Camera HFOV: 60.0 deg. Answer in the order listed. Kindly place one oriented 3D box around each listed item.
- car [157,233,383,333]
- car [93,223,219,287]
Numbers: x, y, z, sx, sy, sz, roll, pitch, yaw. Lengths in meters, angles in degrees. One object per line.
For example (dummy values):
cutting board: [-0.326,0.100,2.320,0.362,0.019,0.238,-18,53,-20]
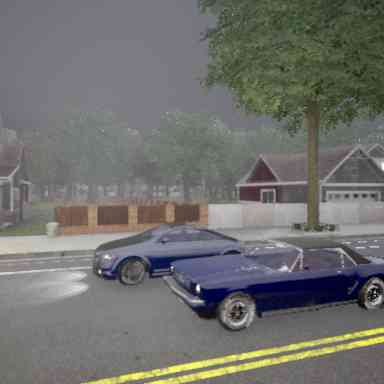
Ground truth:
car: [1.880,1.615,6.675,4.718,1.301,1.895,0,0,-20]
car: [-0.570,1.582,9.246,4.181,1.385,1.994,0,0,-20]
